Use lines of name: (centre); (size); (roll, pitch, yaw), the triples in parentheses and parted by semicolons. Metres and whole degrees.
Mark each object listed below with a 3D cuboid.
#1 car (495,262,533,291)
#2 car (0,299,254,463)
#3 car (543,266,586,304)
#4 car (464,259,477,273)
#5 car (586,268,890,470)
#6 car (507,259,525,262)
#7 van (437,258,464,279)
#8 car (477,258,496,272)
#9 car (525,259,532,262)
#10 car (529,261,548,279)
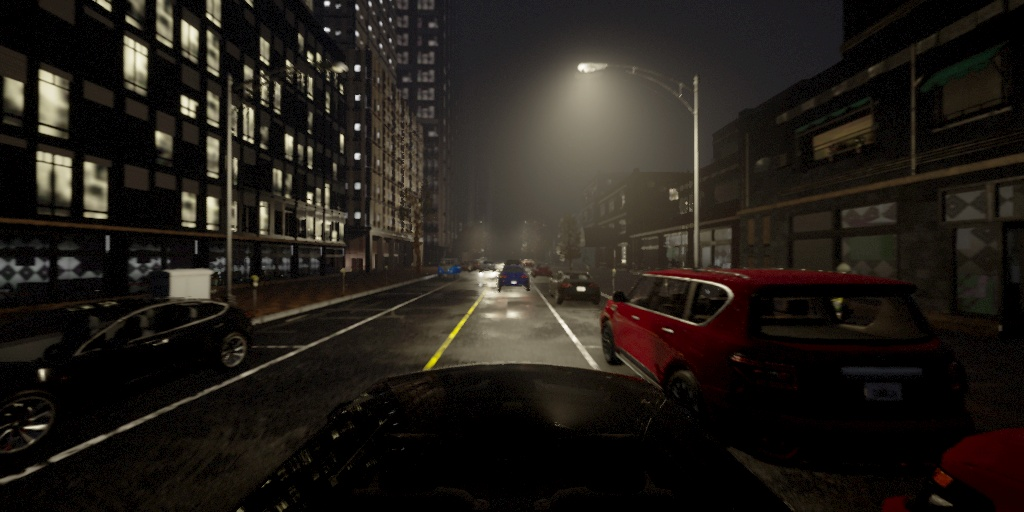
car: (0.106, 1.281, 21.937); (1.812, 1.442, 4.674); (0, 0, 0)
car: (-5.688, 1.317, 4.991); (1.948, 1.339, 4.313); (0, 0, 0)
car: (2.694, 1.319, 16.061); (1.948, 1.339, 4.313); (0, 0, 0)
car: (-5.681, 1.294, 43.579); (1.751, 1.417, 4.829); (0, 0, 0)
car: (2.692, 1.065, 4.987); (2.192, 1.841, 5.009); (0, 0, 0)
car: (0.109, 1.119, 41.969); (2.097, 1.767, 4.553); (0, 0, 0)
van: (-5.683, 1.102, 32.675); (1.690, 1.789, 3.998); (0, 0, 0)
car: (-3.005, 1.296, 45.378); (1.812, 1.442, 4.674); (0, 0, 0)
car: (2.704, 1.223, 60.356); (1.967, 1.591, 4.097); (0, 0, 0)
car: (2.698, 1.342, 32.672); (1.802, 1.307, 4.207); (0, 0, 0)
